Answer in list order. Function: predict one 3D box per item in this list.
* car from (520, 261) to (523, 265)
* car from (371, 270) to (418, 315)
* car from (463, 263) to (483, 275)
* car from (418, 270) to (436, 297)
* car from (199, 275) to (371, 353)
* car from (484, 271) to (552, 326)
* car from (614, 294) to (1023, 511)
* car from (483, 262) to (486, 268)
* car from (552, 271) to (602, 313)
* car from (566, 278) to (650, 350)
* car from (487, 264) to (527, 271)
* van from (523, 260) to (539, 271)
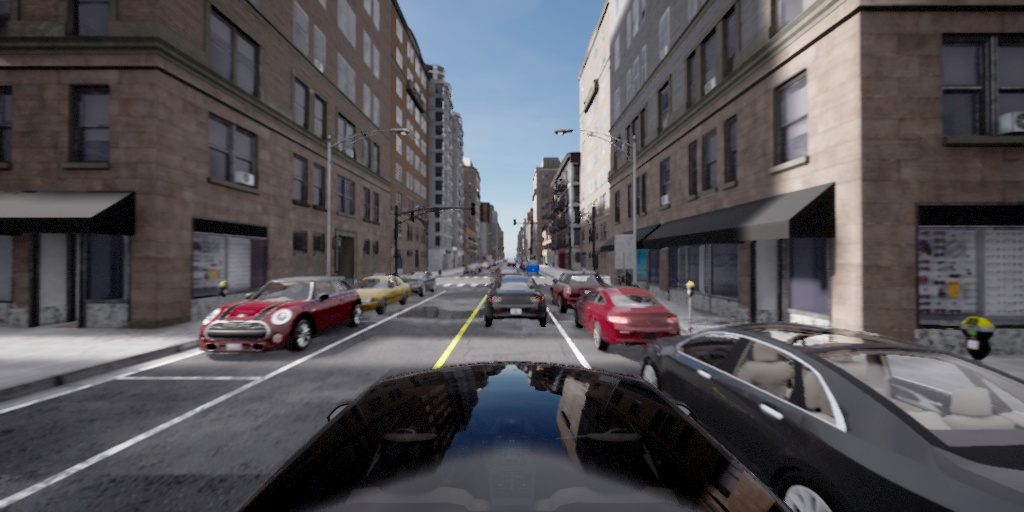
[{"bbox_3d":[2.685,1.819,58.415,1.802,1.307,4.207,0,0,0],"label":"car"},{"bbox_3d":[-5.377,1.385,14.282,1.751,1.417,4.829,0,0,0],"label":"car"},{"bbox_3d":[-5.350,1.690,47.051,2.007,1.370,4.403,0,0,0],"label":"car"},{"bbox_3d":[-5.373,1.458,19.971,2.007,1.370,4.403,0,0,0],"label":"car"},{"bbox_3d":[-5.382,1.252,8.935,1.967,1.591,4.097,0,0,0],"label":"car"},{"bbox_3d":[0.109,1.365,11.945,1.812,1.442,4.674,0,-1,0],"label":"car"},{"bbox_3d":[2.639,1.315,3.417,2.007,1.370,4.403,0,0,0],"label":"car"},{"bbox_3d":[-5.345,1.734,52.733,1.888,1.381,4.507,0,0,0],"label":"car"},{"bbox_3d":[2.648,1.300,14.454,1.967,1.591,4.097,0,0,0],"label":"car"},{"bbox_3d":[2.643,1.394,8.935,1.802,1.307,4.207,0,0,0],"label":"car"},{"bbox_3d":[-0.478,1.478,25.131,1.812,1.442,4.674,0,-1,-9],"label":"car"},{"bbox_3d":[2.675,1.481,47.053,1.690,1.789,3.998,0,0,0],"label":"van"}]
